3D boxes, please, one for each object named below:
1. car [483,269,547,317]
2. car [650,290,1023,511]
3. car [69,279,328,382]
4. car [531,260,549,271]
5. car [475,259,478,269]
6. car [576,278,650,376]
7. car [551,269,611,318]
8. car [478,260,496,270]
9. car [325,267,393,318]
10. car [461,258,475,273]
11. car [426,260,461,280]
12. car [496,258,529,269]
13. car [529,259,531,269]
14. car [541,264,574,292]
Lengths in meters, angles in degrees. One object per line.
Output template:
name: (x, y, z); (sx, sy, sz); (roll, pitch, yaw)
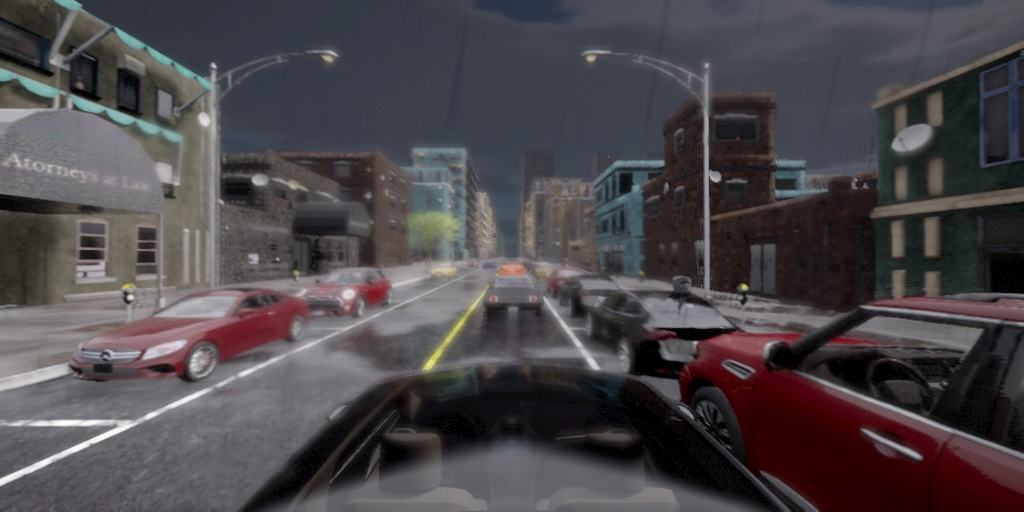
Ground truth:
car: (0.055, 1.325, 13.104); (1.895, 1.301, 4.718); (0, 0, 0)
car: (2.691, 1.065, 1.557); (2.192, 1.841, 5.009); (0, 0, 0)
car: (-5.693, 1.320, 7.087); (1.802, 1.307, 4.207); (0, 0, 0)
car: (2.737, 1.215, 29.086); (1.751, 1.417, 4.829); (0, 0, 0)
car: (-5.847, 1.083, 52.748); (1.967, 1.591, 4.097); (0, 0, 0)
car: (2.688, 1.304, 7.090); (1.948, 1.339, 4.313); (0, 0, 0)
car: (2.685, 1.291, 12.623); (1.948, 1.339, 4.313); (0, 0, 0)
car: (-3.113, 1.196, 49.922); (2.033, 1.411, 5.357); (0, 0, 0)
car: (-5.695, 1.165, 12.620); (1.967, 1.591, 4.097); (0, 0, 0)
car: (-5.834, 1.214, 41.930); (2.007, 1.370, 4.403); (0, 0, 0)
car: (-5.775, 1.211, 30.694); (1.751, 1.417, 4.829); (0, 0, 0)
car: (0.053, 1.040, 29.266); (2.097, 1.767, 4.553); (0, 0, 0)
car: (2.773, 1.223, 37.307); (2.007, 1.370, 4.403); (0, 0, 0)
car: (2.689, 1.259, 17.850); (1.888, 1.381, 4.507); (0, 0, 0)
